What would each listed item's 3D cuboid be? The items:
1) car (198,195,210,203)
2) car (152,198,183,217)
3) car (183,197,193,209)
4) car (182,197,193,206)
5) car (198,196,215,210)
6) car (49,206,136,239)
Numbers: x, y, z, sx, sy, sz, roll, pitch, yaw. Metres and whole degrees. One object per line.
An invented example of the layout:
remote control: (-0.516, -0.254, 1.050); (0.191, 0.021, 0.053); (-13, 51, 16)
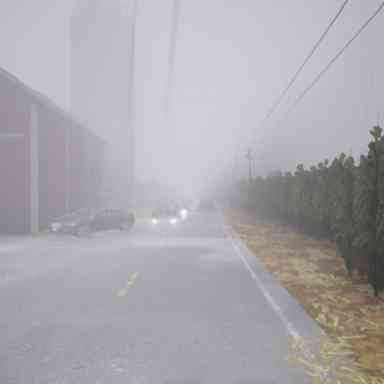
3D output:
car: (2.321, 1.488, 67.451); (2.128, 1.511, 4.902); (0, 0, -2)
car: (-2.331, 1.351, 30.701); (2.097, 1.767, 4.553); (0, 0, 4)
car: (-1.411, 1.491, 44.287); (2.128, 1.511, 4.902); (0, 0, 4)
car: (-0.761, 1.523, 57.309); (1.812, 1.442, 4.674); (0, 0, 1)
car: (1.978, 1.476, 43.393); (1.882, 1.535, 5.008); (0, 0, 4)
car: (-5.087, 1.491, 17.615); (2.128, 1.511, 4.902); (0, 0, 32)
